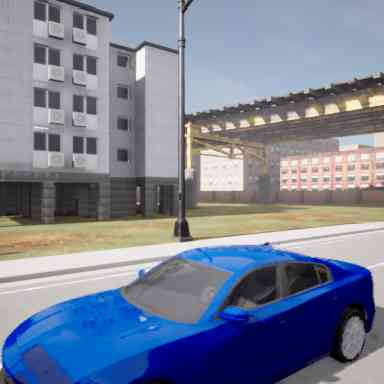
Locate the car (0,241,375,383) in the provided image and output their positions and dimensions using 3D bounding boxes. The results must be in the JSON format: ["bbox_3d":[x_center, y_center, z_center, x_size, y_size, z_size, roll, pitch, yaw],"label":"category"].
[{"bbox_3d":[0.401,1.477,4.282,5.008,1.535,1.882,0,0,-36],"label":"car"}]
